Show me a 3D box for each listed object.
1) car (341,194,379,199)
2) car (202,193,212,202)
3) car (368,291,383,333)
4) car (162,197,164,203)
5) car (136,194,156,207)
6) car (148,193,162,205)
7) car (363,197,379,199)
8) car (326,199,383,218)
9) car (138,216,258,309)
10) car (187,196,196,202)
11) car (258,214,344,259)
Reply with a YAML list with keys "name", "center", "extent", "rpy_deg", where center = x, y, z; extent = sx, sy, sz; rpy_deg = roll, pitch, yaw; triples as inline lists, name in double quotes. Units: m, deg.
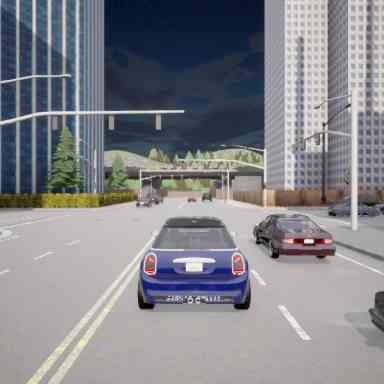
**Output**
- name: "car"
  center: [17.820, 1.221, 36.622]
  extent: [5.566, 2.045, 2.150]
  rpy_deg: [0, 0, 0]
- name: "car"
  center: [3.450, 1.202, 77.733]
  extent: [2.150, 2.045, 5.566]
  rpy_deg: [0, 0, 0]
- name: "car"
  center: [3.599, 1.547, 2.573]
  extent: [2.033, 1.411, 5.357]
  rpy_deg: [0, 0, 0]
- name: "car"
  center: [-7.045, 1.552, 69.514]
  extent: [1.994, 1.385, 4.181]
  rpy_deg: [0, 0, 0]
- name: "car"
  center: [-7.127, 1.491, 49.781]
  extent: [2.128, 1.511, 4.902]
  rpy_deg: [0, 0, 0]
- name: "car"
  center: [-7.110, 1.221, 59.648]
  extent: [2.150, 2.045, 5.566]
  rpy_deg: [0, 0, 0]
- name: "car"
  center: [19.999, 1.526, 33.089]
  extent: [4.674, 1.442, 1.812]
  rpy_deg: [0, 0, 0]
- name: "car"
  center: [14.269, 1.564, 29.428]
  extent: [4.181, 1.385, 1.994]
  rpy_deg: [0, 0, 0]
- name: "car"
  center: [0.054, 1.352, 8.012]
  extent: [2.097, 1.767, 4.553]
  rpy_deg: [0, 0, 0]
- name: "car"
  center: [-0.030, 1.596, 72.250]
  extent: [1.895, 1.301, 4.718]
  rpy_deg: [0, 0, 0]
- name: "car"
  center: [3.602, 1.547, 12.641]
  extent: [2.033, 1.411, 5.357]
  rpy_deg: [0, 0, 1]
